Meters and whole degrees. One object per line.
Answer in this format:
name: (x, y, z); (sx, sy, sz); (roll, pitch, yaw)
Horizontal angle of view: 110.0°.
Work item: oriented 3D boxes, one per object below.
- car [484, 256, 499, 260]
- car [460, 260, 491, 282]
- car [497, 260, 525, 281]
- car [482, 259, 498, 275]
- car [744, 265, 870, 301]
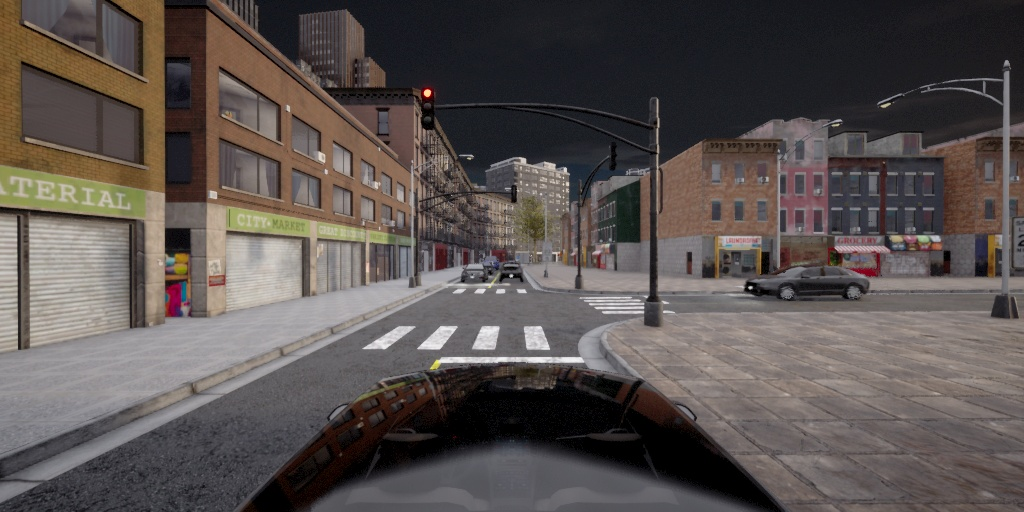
car: (-2.948, 0.998, 49.726); (2.150, 2.045, 5.566); (0, 0, 1)
car: (-2.908, 1.282, 28.673); (1.812, 1.442, 4.674); (0, 0, 0)
car: (-0.027, 1.261, 29.888); (1.837, 1.490, 4.892); (0, 0, 0)
car: (-2.943, 1.312, 39.106); (2.033, 1.411, 5.357); (0, 0, 0)
car: (13.214, 1.172, 16.221); (4.892, 1.490, 1.837); (0, 0, 0)
